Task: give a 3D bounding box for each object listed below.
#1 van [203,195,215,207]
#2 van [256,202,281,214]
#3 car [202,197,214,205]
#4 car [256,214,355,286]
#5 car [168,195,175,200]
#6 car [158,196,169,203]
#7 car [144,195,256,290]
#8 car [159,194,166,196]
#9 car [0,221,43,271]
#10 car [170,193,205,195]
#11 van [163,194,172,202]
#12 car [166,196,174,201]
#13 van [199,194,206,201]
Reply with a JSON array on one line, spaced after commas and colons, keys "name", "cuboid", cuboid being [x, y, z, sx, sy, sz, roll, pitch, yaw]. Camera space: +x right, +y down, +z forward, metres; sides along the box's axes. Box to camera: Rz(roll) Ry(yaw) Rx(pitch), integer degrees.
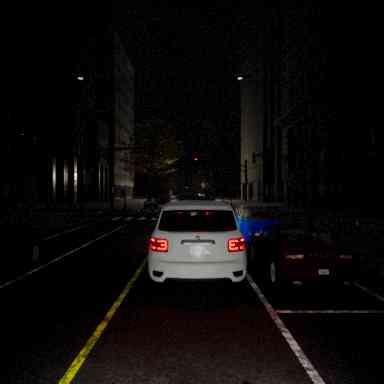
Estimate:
[{"name": "van", "cuboid": [2.724, 1.371, 52.735, 1.690, 1.788, 3.998, 0, 0, 0]}, {"name": "van", "cuboid": [2.768, 1.344, 14.750, 1.690, 1.788, 3.998, 0, 0, 0]}, {"name": "car", "cuboid": [2.719, 1.601, 58.148, 1.947, 1.339, 4.313, 0, 0, 0]}, {"name": "car", "cuboid": [2.771, 1.546, 9.225, 1.887, 1.381, 4.507, 0, 0, 0]}, {"name": "car", "cuboid": [-5.835, 1.613, 94.763, 1.752, 1.417, 4.829, 0, 0, 0]}, {"name": "car", "cuboid": [-5.814, 1.599, 68.488, 2.008, 1.369, 4.403, 0, 0, 0]}, {"name": "car", "cuboid": [0.102, 1.223, 9.198, 2.150, 2.045, 5.566, 0, 0, 0]}, {"name": "car", "cuboid": [-5.806, 1.580, 57.910, 1.887, 1.381, 4.507, 0, 0, 0]}, {"name": "car", "cuboid": [-5.784, 1.546, 9.237, 1.887, 1.381, 4.507, 0, 0, 0]}, {"name": "car", "cuboid": [0.084, 1.227, 19.559, 2.150, 2.045, 5.566, 0, 0, 0]}, {"name": "van", "cuboid": [-5.822, 1.404, 79.066, 1.690, 1.788, 3.998, 0, 0, 0]}, {"name": "car", "cuboid": [-5.831, 1.645, 89.643, 1.947, 1.339, 4.313, 0, 0, 0]}, {"name": "van", "cuboid": [2.699, 1.413, 85.214, 1.690, 1.788, 3.998, 0, 0, 0]}]
